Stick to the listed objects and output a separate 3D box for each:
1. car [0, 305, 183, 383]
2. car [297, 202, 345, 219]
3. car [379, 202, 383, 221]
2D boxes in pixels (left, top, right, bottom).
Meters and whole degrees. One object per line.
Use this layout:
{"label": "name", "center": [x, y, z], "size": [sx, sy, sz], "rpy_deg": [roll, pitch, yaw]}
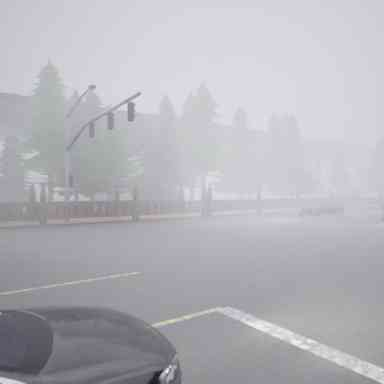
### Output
{"label": "car", "center": [-2.302, 1.492, 2.124], "size": [4.902, 1.511, 2.128], "rpy_deg": [0, 0, -35]}
{"label": "car", "center": [11.447, 1.576, 29.439], "size": [4.718, 1.301, 1.895], "rpy_deg": [0, 0, -36]}
{"label": "car", "center": [15.811, 1.519, 23.954], "size": [5.357, 1.411, 2.033], "rpy_deg": [0, 0, -36]}
